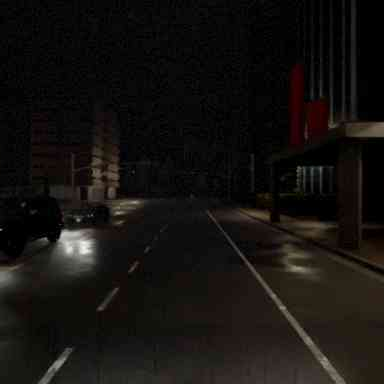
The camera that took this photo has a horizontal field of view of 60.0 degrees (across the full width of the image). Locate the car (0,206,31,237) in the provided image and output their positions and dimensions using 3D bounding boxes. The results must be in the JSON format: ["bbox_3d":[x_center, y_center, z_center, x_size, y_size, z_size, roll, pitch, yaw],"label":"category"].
[{"bbox_3d":[-10.550,1.545,17.618,1.994,1.385,4.181,0,0,0],"label":"car"}]

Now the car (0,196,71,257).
[{"bbox_3d":[-6.984,1.208,13.173,2.150,2.045,5.566,0,0,0],"label":"car"}]

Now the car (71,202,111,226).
[{"bbox_3d":[-6.991,1.476,22.987,2.128,1.511,4.902,0,0,1],"label":"car"}]
